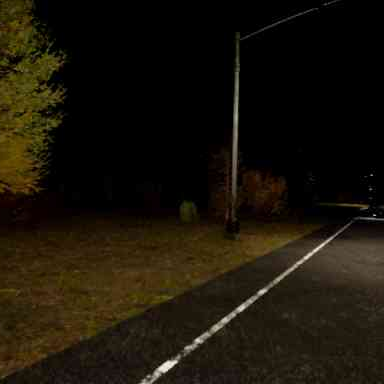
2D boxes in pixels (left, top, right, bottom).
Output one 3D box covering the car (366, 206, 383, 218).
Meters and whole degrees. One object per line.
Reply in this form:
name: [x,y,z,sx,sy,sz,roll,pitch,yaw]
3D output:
car: [22.812,2.402,41.438,2.033,1.411,5.357,1,0,30]
